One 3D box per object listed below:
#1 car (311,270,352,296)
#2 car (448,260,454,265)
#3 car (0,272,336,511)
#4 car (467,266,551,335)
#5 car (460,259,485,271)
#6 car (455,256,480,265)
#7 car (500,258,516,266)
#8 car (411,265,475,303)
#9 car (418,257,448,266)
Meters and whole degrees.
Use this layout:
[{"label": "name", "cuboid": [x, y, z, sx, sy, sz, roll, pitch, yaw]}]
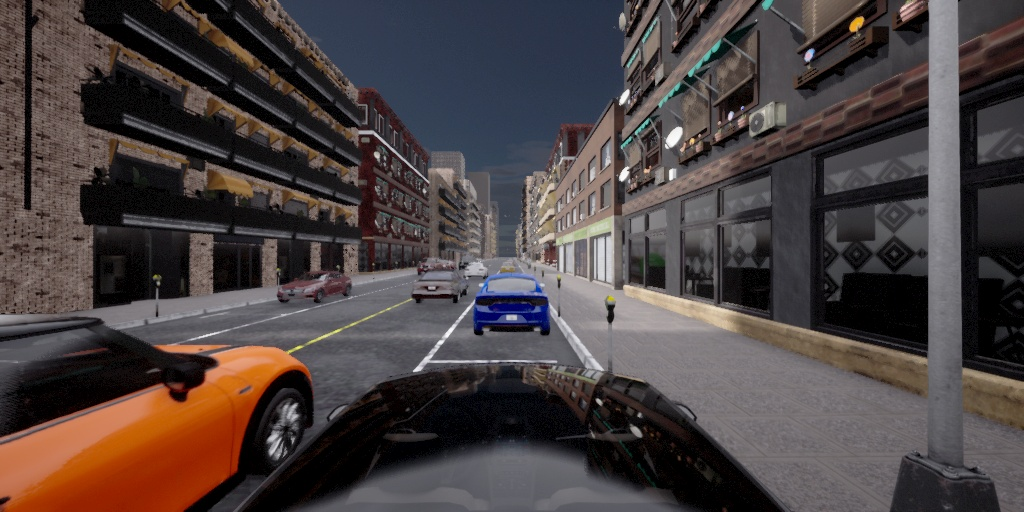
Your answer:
[{"label": "car", "cuboid": [-8.837, 1.333, 16.462, 1.802, 1.307, 4.207, 0, 0, 0]}, {"label": "car", "cuboid": [-8.837, 1.188, 44.643, 1.967, 1.591, 4.097, 0, 0, 0]}, {"label": "car", "cuboid": [-3.145, 1.101, 1.942, 2.097, 1.767, 4.553, 0, 0, 0]}, {"label": "car", "cuboid": [-0.005, 1.228, 10.499, 1.882, 1.535, 5.008, 0, 0, 0]}, {"label": "car", "cuboid": [-3.141, 1.276, 31.967, 1.812, 1.442, 4.674, 0, 0, 0]}, {"label": "car", "cuboid": [-6.147, 0.954, 50.283, 2.150, 2.045, 5.566, 0, 0, 0]}, {"label": "car", "cuboid": [-0.456, 1.275, 39.173, 1.751, 1.417, 4.829, 0, 0, 0]}, {"label": "car", "cuboid": [-3.144, 1.298, 16.584, 2.033, 1.411, 5.357, 0, 0, 0]}, {"label": "car", "cuboid": [-8.837, 1.064, 39.007, 2.192, 1.841, 5.009, 0, 0, 0]}]
